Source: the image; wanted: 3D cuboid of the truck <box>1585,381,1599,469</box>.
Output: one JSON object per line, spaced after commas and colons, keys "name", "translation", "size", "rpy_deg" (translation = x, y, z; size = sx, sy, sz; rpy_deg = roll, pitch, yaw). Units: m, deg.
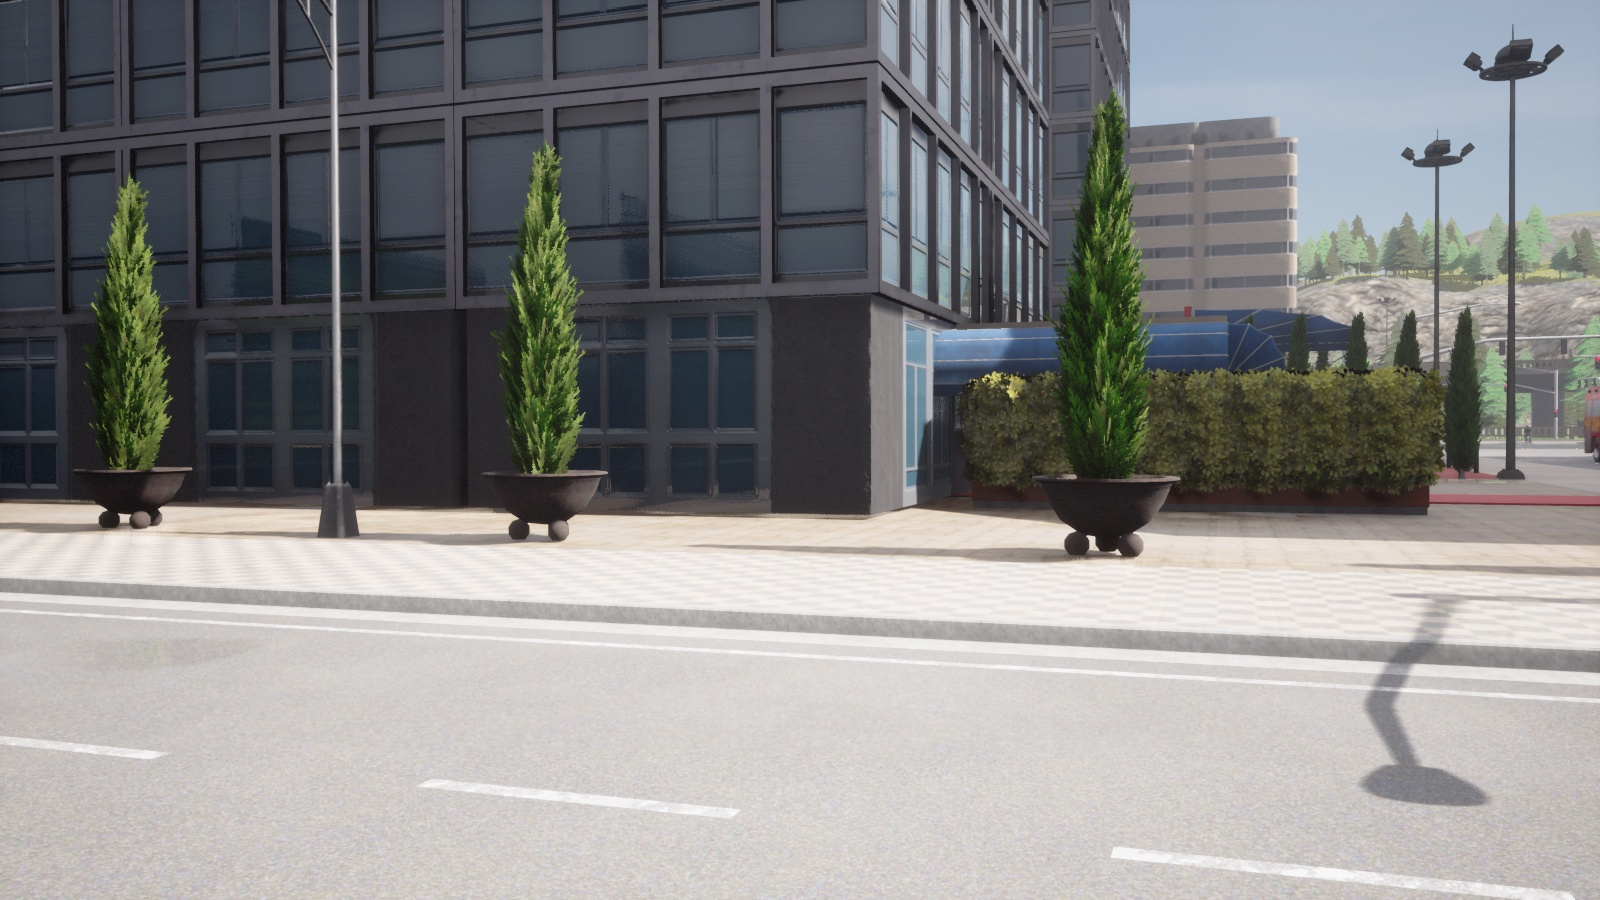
{"name": "truck", "translation": [35.289, -1.036, 51.880], "size": [2.891, 3.827, 8.468], "rpy_deg": [1, 1, 18]}
